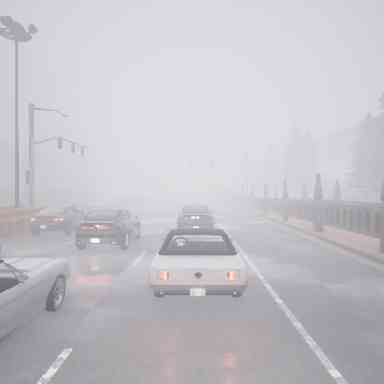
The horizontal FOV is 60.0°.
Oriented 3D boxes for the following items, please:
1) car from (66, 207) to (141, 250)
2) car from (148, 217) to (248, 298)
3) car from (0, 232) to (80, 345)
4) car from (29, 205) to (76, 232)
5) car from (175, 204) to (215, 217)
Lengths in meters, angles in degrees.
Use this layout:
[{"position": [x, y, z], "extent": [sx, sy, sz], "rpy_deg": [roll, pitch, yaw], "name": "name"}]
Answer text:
[{"position": [-3.338, 1.411, 13.908], "extent": [1.837, 1.490, 4.892], "rpy_deg": [0, 0, 0], "name": "car"}, {"position": [0.131, 1.549, 8.371], "extent": [1.895, 1.301, 4.718], "rpy_deg": [0, 0, 0], "name": "car"}, {"position": [-3.385, 1.576, 4.682], "extent": [1.895, 1.301, 4.718], "rpy_deg": [0, 0, 0], "name": "car"}, {"position": [-6.843, 1.405, 17.537], "extent": [1.812, 1.442, 4.674], "rpy_deg": [0, 0, -1], "name": "car"}, {"position": [0.186, 1.384, 17.631], "extent": [1.837, 1.490, 4.892], "rpy_deg": [0, 0, 0], "name": "car"}]
